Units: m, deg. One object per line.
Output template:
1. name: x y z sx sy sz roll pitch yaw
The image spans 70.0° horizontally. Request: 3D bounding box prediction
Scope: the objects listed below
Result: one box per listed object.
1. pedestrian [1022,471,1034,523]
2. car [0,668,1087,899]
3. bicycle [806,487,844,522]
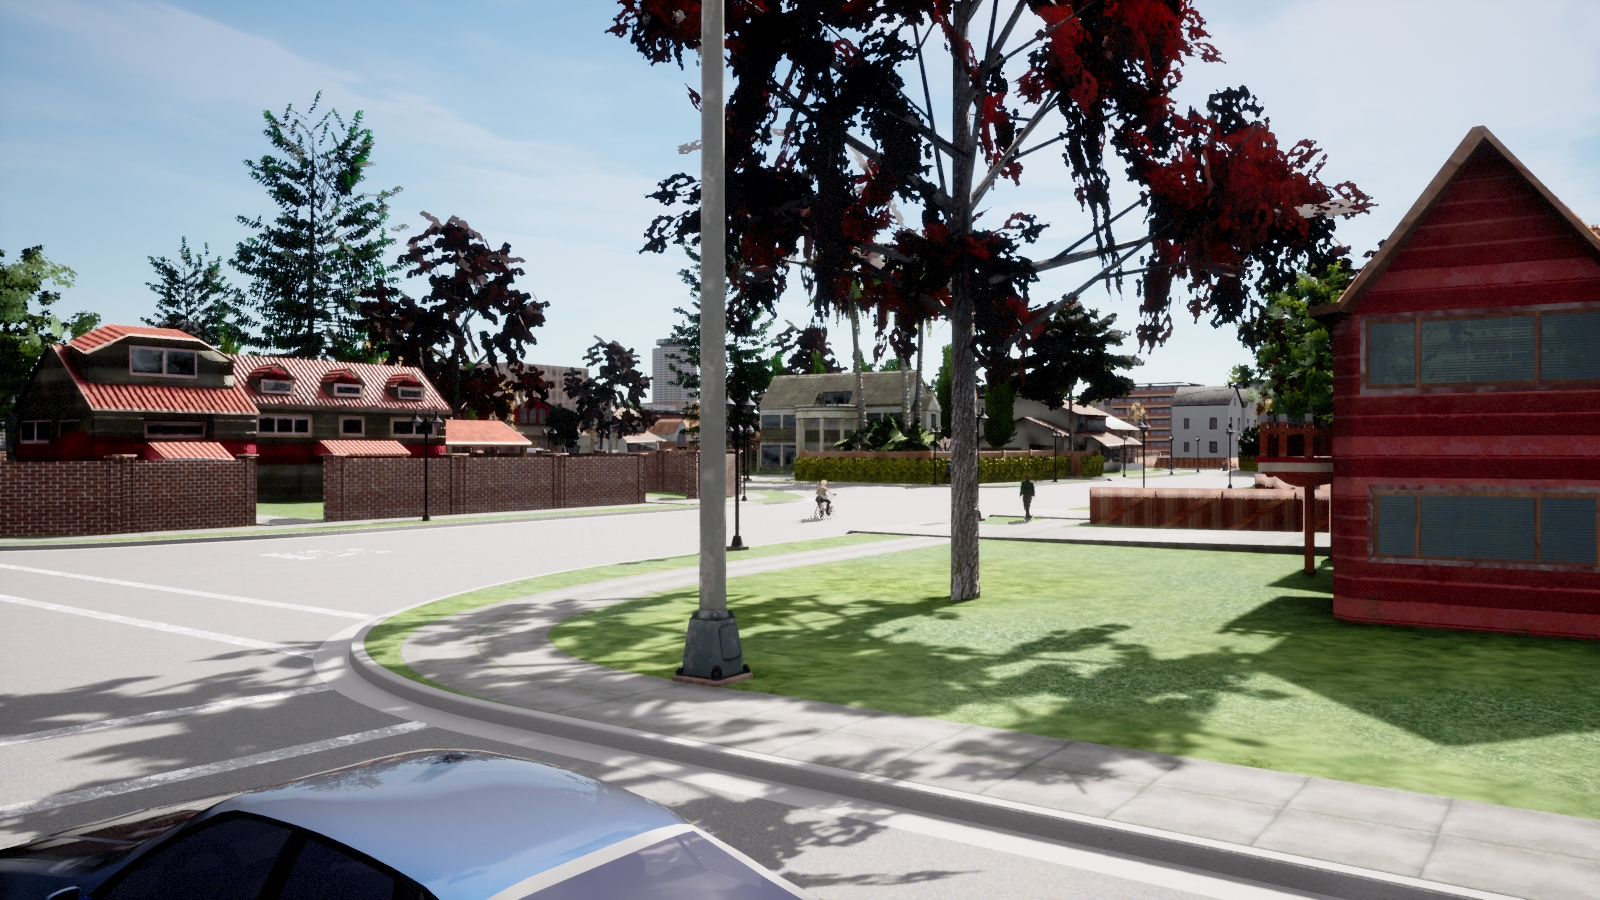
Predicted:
1. pedestrian: 8.335 1.704 41.690 0.375 1.860 0.375 0 0 21
2. car: -1.713 2.106 4.943 5.357 1.411 2.033 0 0 36
3. bicycle: 0.986 2.145 45.490 0.859 1.301 1.487 0 0 33
